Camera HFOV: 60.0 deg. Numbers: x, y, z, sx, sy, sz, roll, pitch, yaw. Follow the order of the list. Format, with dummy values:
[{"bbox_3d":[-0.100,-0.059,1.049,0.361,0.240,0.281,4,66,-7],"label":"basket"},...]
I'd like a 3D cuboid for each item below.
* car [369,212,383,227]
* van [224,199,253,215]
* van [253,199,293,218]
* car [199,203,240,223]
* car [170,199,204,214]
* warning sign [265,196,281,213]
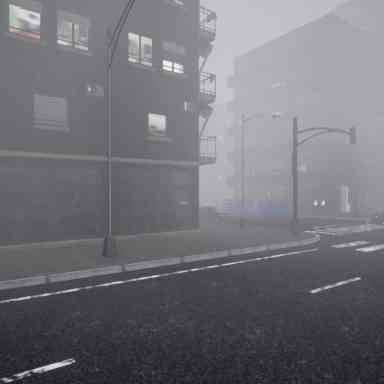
[{"bbox_3d":[14.686,1.630,22.728,4.674,1.442,1.812,-1,1,13],"label":"car"},{"bbox_3d":[5.211,1.676,38.092,1.690,1.788,3.998,-1,0,-36],"label":"van"},{"bbox_3d":[8.527,1.602,33.577,1.690,1.788,3.998,-1,0,-36],"label":"van"},{"bbox_3d":[1.789,1.874,28.659,1.802,1.307,4.206,-1,0,-36],"label":"car"},{"bbox_3d":[-0.705,1.781,41.792,2.097,1.767,4.553,0,-1,-36],"label":"car"},{"bbox_3d":[9.018,1.400,36.966,1.300,1.860,1.060,1,0,-36],"label":"warning sign"}]
